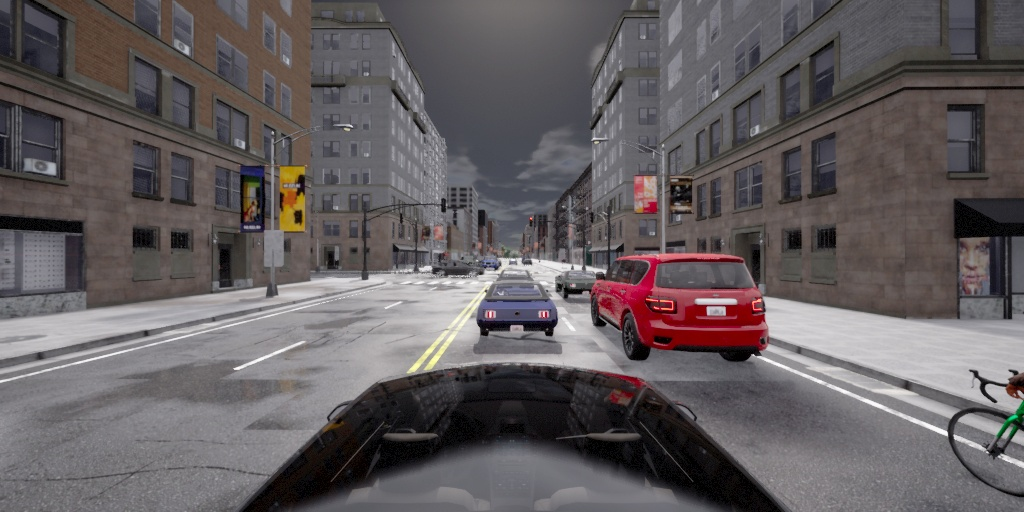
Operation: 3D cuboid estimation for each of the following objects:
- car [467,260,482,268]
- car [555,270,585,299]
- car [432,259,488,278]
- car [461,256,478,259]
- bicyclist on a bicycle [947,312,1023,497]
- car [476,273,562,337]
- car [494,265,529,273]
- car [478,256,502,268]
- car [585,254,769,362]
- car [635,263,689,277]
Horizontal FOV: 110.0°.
[{"bbox_3d":[-6.373,1.330,61.438,1.994,1.385,4.181,0,0,0],"label":"car"},{"bbox_3d":[3.303,1.353,18.173,1.895,1.301,4.718,0,0,0],"label":"car"},{"bbox_3d":[-5.031,1.257,33.669,4.892,1.490,1.837,0,0,0],"label":"car"},{"bbox_3d":[-6.420,0.986,52.032,2.150,2.045,5.566,0,0,0],"label":"car"},{"bbox_3d":[4.148,1.203,2.596,0.582,1.620,1.656,0,0,0],"label":"bicyclist on a bicycle"},{"bbox_3d":[0.127,1.351,10.329,1.895,1.301,4.718,0,0,0],"label":"car"},{"bbox_3d":[0.157,1.353,19.434,1.895,1.301,4.718,0,0,0],"label":"car"},{"bbox_3d":[-3.145,0.986,51.734,2.150,2.045,5.566,0,0,2],"label":"car"},{"bbox_3d":[3.345,0.972,8.405,2.150,2.045,5.566,0,0,2],"label":"car"},{"bbox_3d":[15.177,1.407,36.461,4.718,1.301,1.895,0,0,0],"label":"car"}]
